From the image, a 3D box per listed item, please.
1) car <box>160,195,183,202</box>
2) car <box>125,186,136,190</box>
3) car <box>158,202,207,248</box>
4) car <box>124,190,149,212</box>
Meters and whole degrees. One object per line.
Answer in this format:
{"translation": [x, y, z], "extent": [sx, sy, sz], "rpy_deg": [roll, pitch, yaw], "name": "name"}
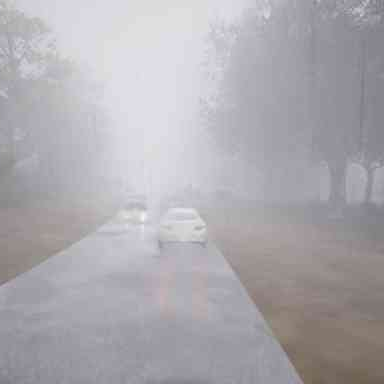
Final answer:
{"translation": [-1.804, 0.904, 29.021], "extent": [1.994, 1.385, 4.181], "rpy_deg": [1, 2, -7], "name": "car"}
{"translation": [-12.646, -0.418, 68.536], "extent": [1.837, 1.490, 4.892], "rpy_deg": [2, 1, -15], "name": "car"}
{"translation": [-0.423, 1.355, 13.760], "extent": [1.812, 1.442, 4.674], "rpy_deg": [0, 1, -3], "name": "car"}
{"translation": [-4.665, 0.832, 28.395], "extent": [2.033, 1.411, 5.357], "rpy_deg": [1, 2, -7], "name": "car"}
